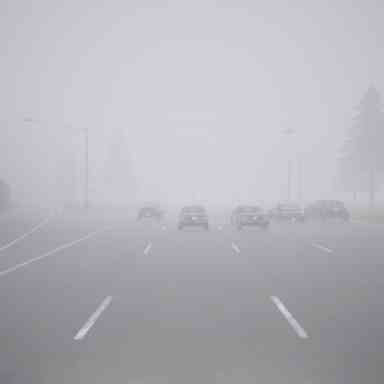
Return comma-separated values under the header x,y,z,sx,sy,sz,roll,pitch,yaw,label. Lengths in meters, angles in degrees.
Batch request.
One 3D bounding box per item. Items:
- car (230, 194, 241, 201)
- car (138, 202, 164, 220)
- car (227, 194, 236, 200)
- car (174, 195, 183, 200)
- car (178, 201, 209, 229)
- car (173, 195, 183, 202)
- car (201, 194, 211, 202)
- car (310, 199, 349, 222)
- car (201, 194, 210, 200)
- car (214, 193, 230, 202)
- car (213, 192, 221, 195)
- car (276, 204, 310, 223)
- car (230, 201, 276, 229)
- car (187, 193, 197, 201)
x,y,z,sx,sy,sz,roll,pitch,yaw,label
10.481,1.621,79.943,1.895,1.301,4.718,0,0,0,car
-3.407,1.536,27.973,1.812,1.442,4.674,0,0,0,car
10.479,1.391,88.666,1.812,1.442,4.674,0,0,0,car
-3.521,1.406,88.663,2.033,1.411,5.357,0,0,0,car
0.095,1.556,21.480,2.033,1.411,5.357,0,0,0,car
-3.519,1.501,79.076,1.882,1.535,5.008,0,0,0,car
3.481,1.549,79.495,1.812,1.442,4.674,0,0,0,car
10.593,1.362,26.609,2.097,1.767,4.553,0,0,0,car
3.479,1.392,88.665,2.128,1.511,4.902,0,0,0,car
6.981,1.562,78.662,2.033,1.411,5.357,0,0,0,car
6.979,1.092,88.696,2.150,2.045,5.566,0,0,0,car
7.094,1.611,25.444,1.895,1.301,4.718,0,0,0,car
3.594,1.556,21.479,2.033,1.411,5.357,0,0,0,car
-0.019,1.249,79.107,2.150,2.045,5.566,0,0,0,car
